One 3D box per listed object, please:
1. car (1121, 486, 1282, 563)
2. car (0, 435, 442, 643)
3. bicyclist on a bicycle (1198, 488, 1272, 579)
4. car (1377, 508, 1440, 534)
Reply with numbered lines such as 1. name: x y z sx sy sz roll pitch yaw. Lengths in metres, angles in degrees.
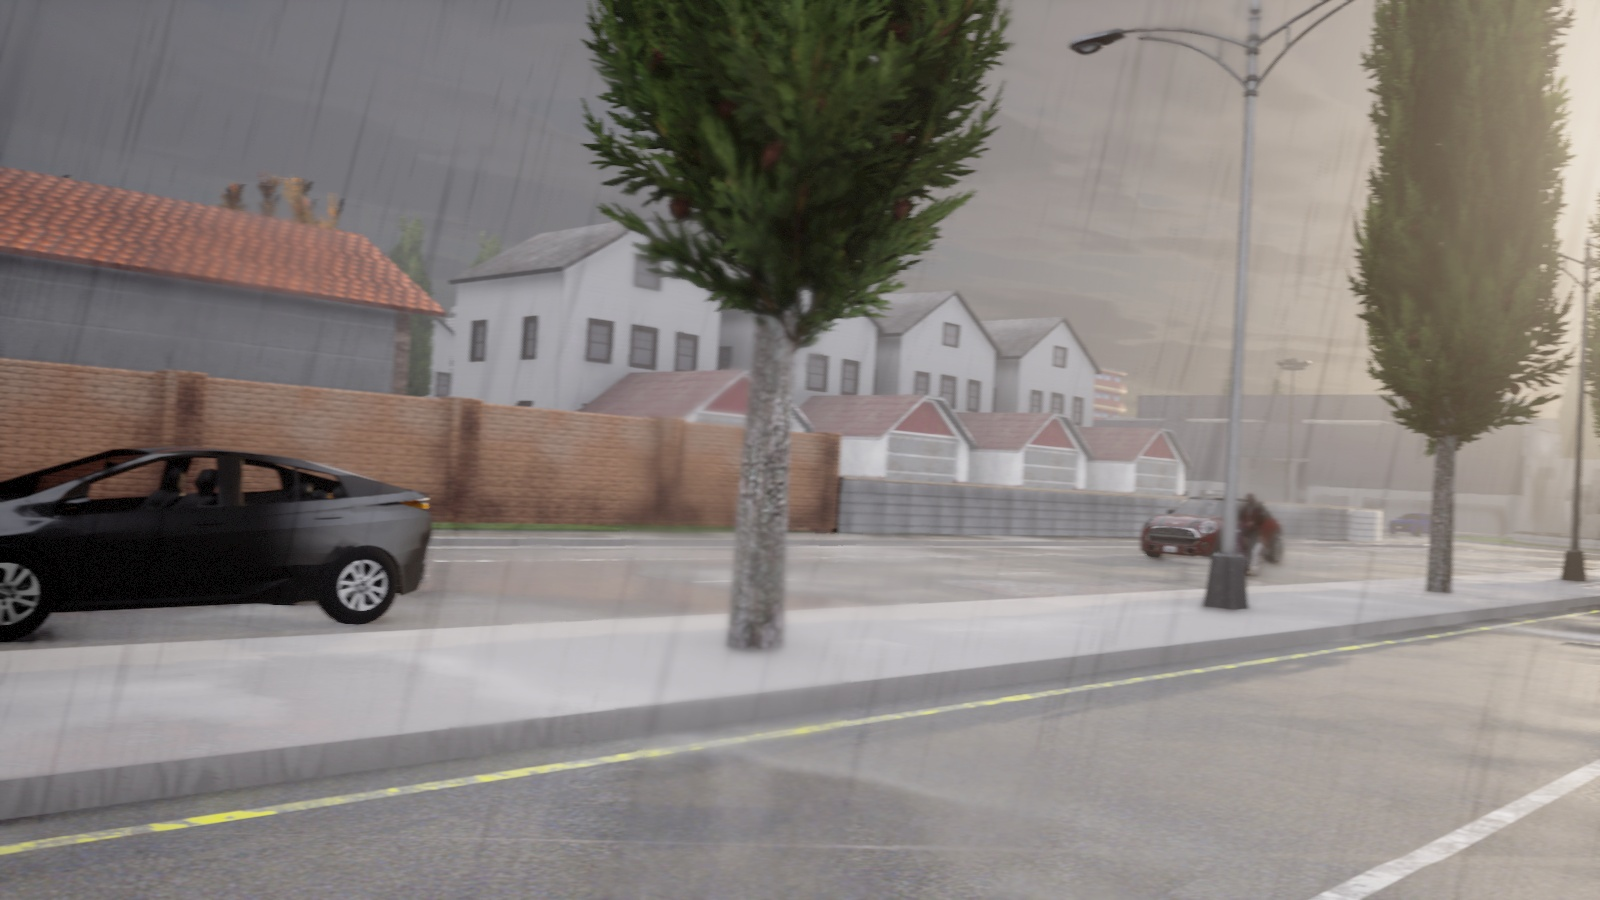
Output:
1. car: 10.453 1.928 32.502 2.097 1.767 4.553 2 -2 44
2. car: -5.672 0.698 10.810 2.007 1.525 4.514 2 -2 44
3. bicyclist on a bicycle: 9.013 1.725 25.983 0.659 1.776 1.843 2 -2 44
4. car: 40.216 4.703 82.957 5.008 1.535 1.882 4 -2 -41
